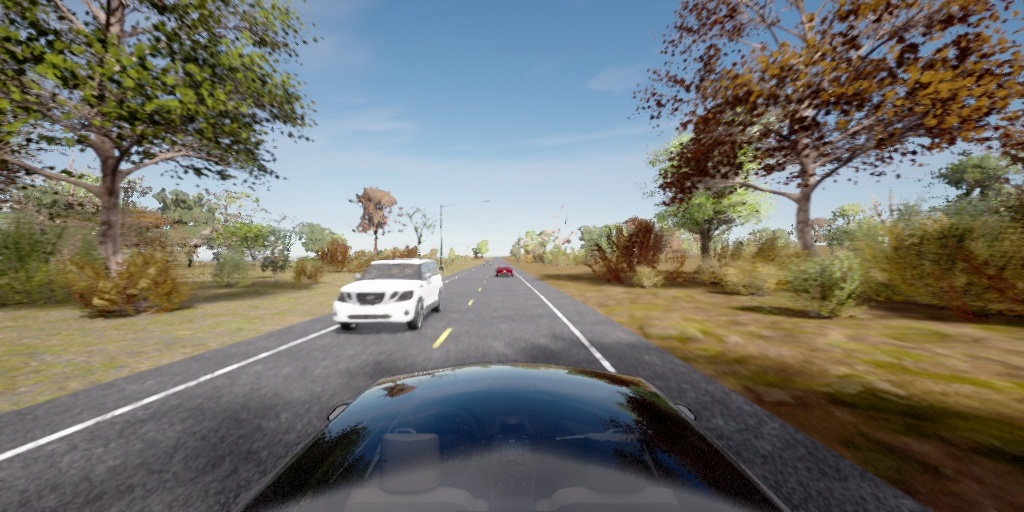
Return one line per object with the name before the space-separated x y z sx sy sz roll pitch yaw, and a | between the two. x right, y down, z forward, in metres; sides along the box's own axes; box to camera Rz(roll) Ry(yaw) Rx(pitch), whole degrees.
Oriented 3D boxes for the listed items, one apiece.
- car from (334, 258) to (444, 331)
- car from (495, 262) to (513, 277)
car | -3.680 1.092 11.864 2.150 2.045 5.566 -1 -1 -1
car | -0.888 1.545 41.578 1.882 1.535 5.008 -1 0 -2
